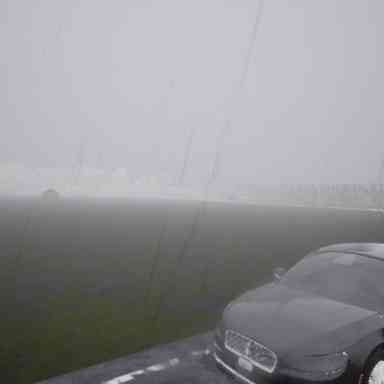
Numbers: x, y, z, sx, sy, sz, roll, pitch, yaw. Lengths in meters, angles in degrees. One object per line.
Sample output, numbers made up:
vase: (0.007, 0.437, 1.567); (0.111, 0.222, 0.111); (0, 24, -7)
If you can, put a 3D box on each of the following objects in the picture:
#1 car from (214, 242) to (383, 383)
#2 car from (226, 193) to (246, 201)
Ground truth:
car: (2.534, 1.578, 4.877); (4.892, 1.490, 1.837); (1, -1, -35)
car: (9.214, 0.975, 69.811); (2.128, 1.511, 4.902); (2, 0, -36)
